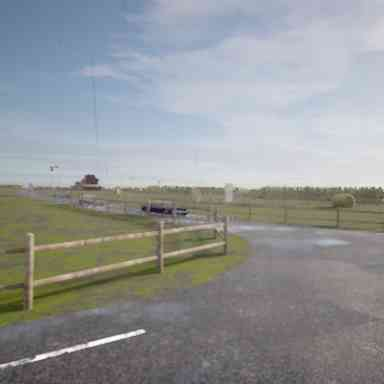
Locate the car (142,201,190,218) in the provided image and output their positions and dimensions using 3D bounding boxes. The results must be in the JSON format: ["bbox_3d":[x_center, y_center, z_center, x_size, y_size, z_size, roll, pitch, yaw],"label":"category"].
[{"bbox_3d":[-2.226,1.396,27.486,1.895,1.301,4.718,2,0,-38],"label":"car"}]

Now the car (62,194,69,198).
[{"bbox_3d":[-21.440,0.489,54.725,1.895,1.301,4.718,2,0,-33],"label":"car"}]

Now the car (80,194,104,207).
[{"bbox_3d":[-12.588,1.026,41.625,1.812,1.442,4.674,2,0,-35],"label":"car"}]
